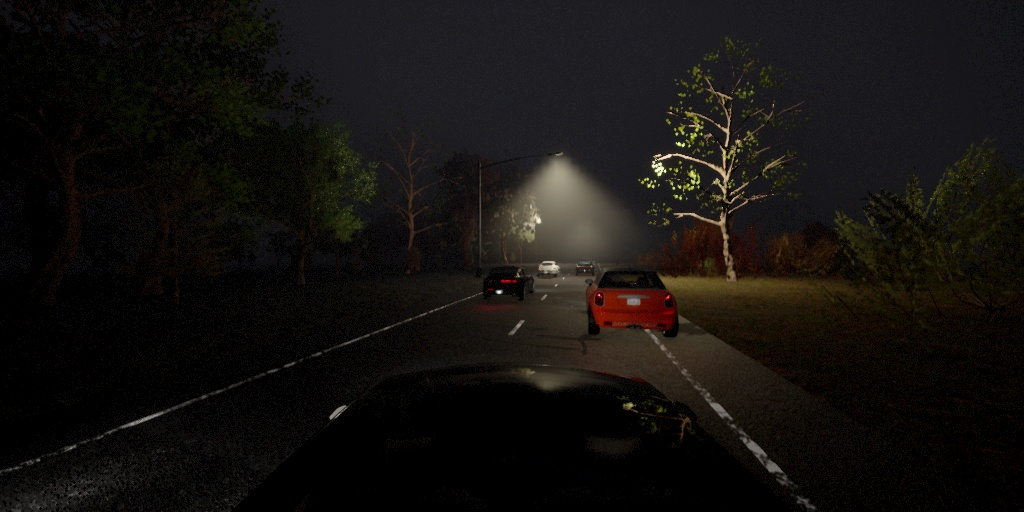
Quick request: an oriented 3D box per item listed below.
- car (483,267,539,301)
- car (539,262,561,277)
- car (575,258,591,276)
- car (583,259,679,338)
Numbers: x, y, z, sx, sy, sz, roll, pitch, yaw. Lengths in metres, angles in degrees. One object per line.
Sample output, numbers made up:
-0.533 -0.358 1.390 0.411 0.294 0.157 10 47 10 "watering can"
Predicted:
-0.054 1.245 17.522 1.837 1.490 4.892 0 0 11 "car"
3.611 1.256 34.966 1.812 1.442 4.674 0 0 12 "car"
7.557 1.219 36.838 2.128 1.511 4.902 0 0 13 "car"
3.264 1.096 10.509 2.097 1.767 4.553 0 0 11 "car"
